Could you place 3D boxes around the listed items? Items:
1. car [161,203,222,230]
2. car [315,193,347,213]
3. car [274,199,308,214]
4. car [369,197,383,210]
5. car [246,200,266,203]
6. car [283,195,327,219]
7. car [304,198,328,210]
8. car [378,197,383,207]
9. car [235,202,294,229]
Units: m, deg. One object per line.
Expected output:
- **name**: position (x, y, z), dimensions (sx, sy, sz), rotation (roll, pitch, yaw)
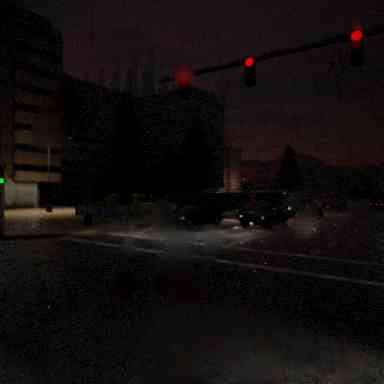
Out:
- **car**: position (0.088, 1.477, 21.409), dimensions (1.882, 1.535, 5.008), rotation (0, 0, 35)
- **car**: position (16.271, 1.254, 38.272), dimensions (2.150, 2.045, 5.566), rotation (0, 0, 35)
- **car**: position (11.125, 1.569, 37.056), dimensions (2.033, 1.411, 5.357), rotation (0, 0, 35)
- **car**: position (24.342, 1.598, 43.318), dimensions (2.033, 1.411, 5.357), rotation (0, 0, 35)
- **car**: position (5.499, 1.515, 29.073), dimensions (1.837, 1.490, 4.892), rotation (0, 0, 35)
- **car**: position (10.095, 1.372, 29.524), dimensions (2.097, 1.767, 4.553), rotation (0, 0, 35)
- **car**: position (16.875, 1.598, 45.149), dimensions (1.994, 1.385, 4.181), rotation (0, 0, 36)
- **car**: position (30.430, 1.567, 51.962), dimensions (1.837, 1.490, 4.892), rotation (0, 0, 35)
- **car**: position (4.881, 1.610, 22.120), dimensions (1.895, 1.301, 4.718), rotation (0, 0, 35)
